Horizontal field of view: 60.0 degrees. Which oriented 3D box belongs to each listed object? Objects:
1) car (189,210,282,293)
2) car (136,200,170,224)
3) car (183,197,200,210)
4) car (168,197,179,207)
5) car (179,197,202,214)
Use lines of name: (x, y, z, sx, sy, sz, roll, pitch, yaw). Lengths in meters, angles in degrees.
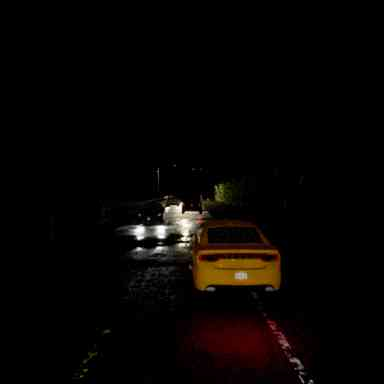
car: (0.944, 1.477, 8.925, 1.882, 1.535, 5.008, 0, 0, 0)
car: (-2.903, 1.525, 24.575, 1.812, 1.442, 4.674, 0, 0, 0)
car: (-0.033, 1.492, 45.039, 2.128, 1.511, 4.902, 0, 0, 0)
car: (-2.856, 1.527, 49.969, 1.812, 1.442, 4.674, 0, 0, 0)
car: (-0.003, 1.352, 35.079, 2.097, 1.767, 4.553, 0, 0, 0)
